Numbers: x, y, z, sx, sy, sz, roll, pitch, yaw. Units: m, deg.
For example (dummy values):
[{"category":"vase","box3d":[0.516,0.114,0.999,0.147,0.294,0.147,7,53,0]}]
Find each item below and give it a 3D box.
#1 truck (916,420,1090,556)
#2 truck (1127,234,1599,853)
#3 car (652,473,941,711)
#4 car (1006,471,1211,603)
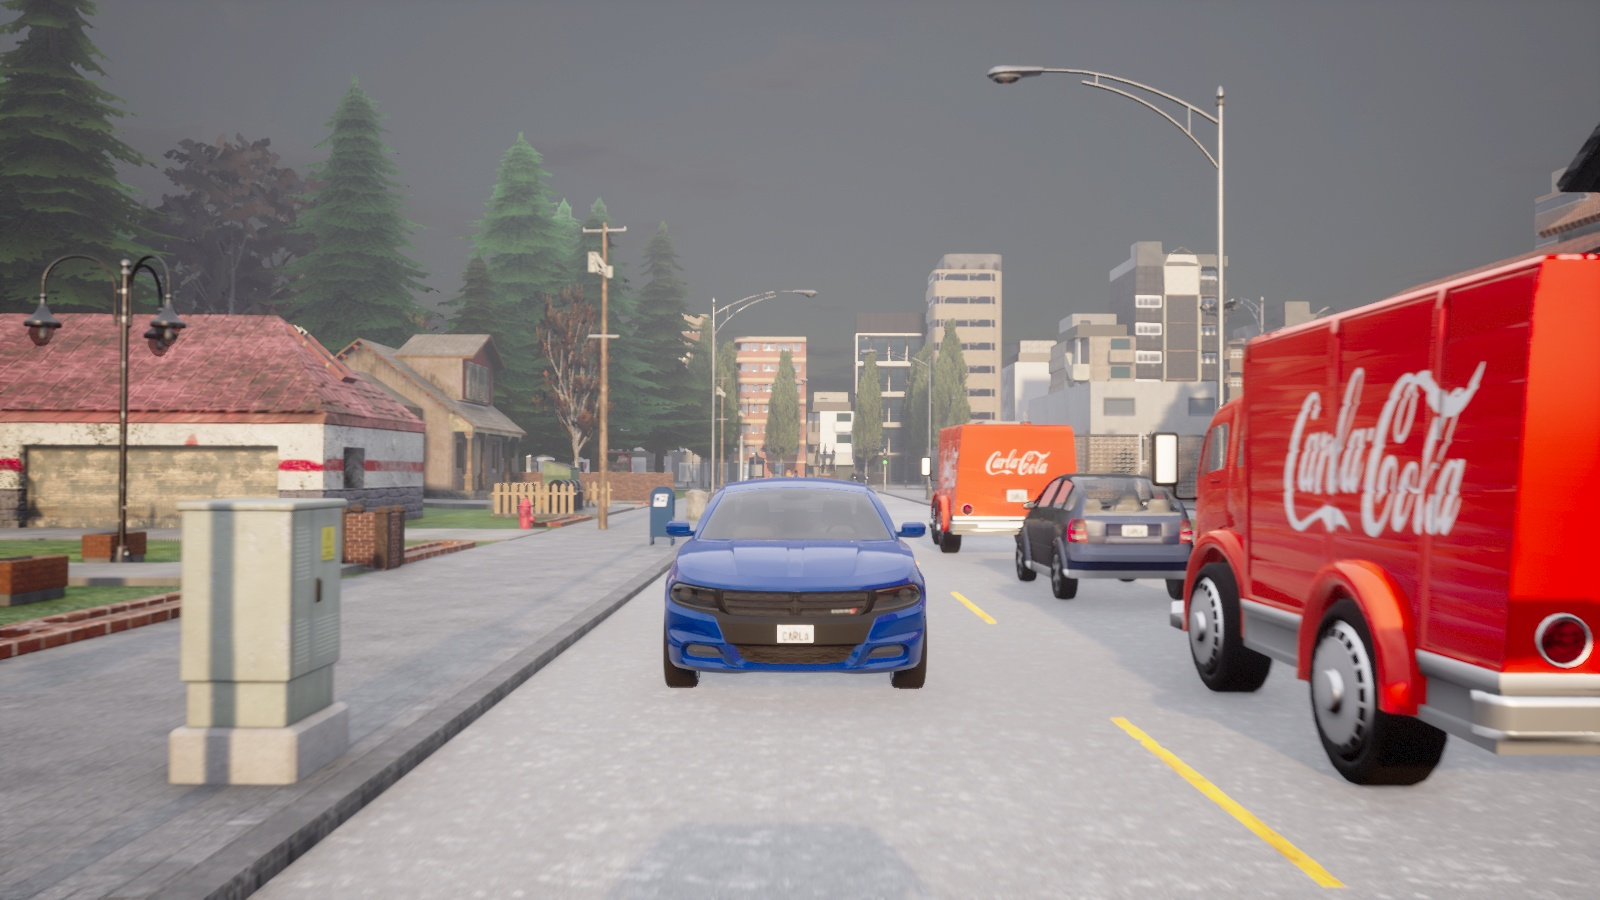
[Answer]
[{"category":"truck","box3d":[3.940,0.739,25.476,2.627,2.467,5.204,0,-1,-1]},{"category":"truck","box3d":[3.970,0.431,7.608,2.627,2.467,5.204,0,-2,0]},{"category":"car","box3d":[-0.029,0.972,10.709,1.882,1.535,5.008,0,-1,0]},{"category":"car","box3d":[3.957,1.057,16.718,1.789,1.549,3.705,0,-1,0]}]
